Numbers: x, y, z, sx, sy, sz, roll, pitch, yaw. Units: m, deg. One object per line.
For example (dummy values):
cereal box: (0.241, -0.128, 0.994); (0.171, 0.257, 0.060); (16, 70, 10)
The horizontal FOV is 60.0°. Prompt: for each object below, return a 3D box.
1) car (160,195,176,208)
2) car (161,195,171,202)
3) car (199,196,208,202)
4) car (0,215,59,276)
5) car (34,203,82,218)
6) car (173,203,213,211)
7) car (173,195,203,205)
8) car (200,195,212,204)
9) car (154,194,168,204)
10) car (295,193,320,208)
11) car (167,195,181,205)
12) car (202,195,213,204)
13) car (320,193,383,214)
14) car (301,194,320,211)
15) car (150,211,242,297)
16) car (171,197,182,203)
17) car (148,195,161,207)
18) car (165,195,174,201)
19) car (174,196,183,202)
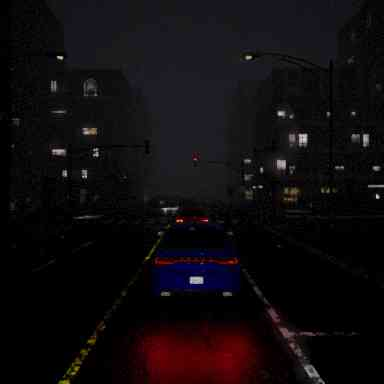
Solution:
car: (-3.151, 1.560, 49.210); (2.033, 1.411, 5.357); (0, 0, -1)
car: (-5.798, 1.470, 74.569); (1.967, 1.590, 4.097); (0, 0, 0)
car: (2.583, 1.612, 74.582); (1.802, 1.307, 4.206); (0, 0, 0)
car: (-5.755, 1.582, 9.815); (1.802, 1.307, 4.206); (0, 0, 0)
car: (-12.850, 1.780, 31.991); (4.181, 1.385, 1.994); (-1, 0, 3)
car: (0.072, 1.526, 17.952); (1.812, 1.442, 4.674); (0, 0, 1)
car: (-0.401, 1.500, 42.402); (2.128, 1.511, 4.902); (0, 0, 13)
car: (2.599, 1.461, 63.217); (1.967, 1.590, 4.097); (0, 0, 0)
car: (-5.782, 1.336, 63.203); (2.192, 1.841, 5.009); (0, 0, 0)
car: (14.505, 1.014, 38.183); (5.009, 1.841, 2.192); (-1, 1, -1)
car: (-3.163, 1.370, 58.692); (2.097, 1.767, 4.553); (0, 0, 0)
car: (2.607, 1.458, 57.535); (1.967, 1.590, 4.097); (0, 0, 0)
car: (14.651, 1.029, 29.805); (5.009, 1.841, 2.192); (-1, 1, -1)
car: (14.732, 1.205, 35.614); (4.892, 1.490, 1.837); (-1, 0, -1)
car: (0.090, 1.477, 8.612); (1.882, 1.535, 5.008); (0, 0, 0)
car: (-3.109, 1.626, 68.201); (1.895, 1.301, 4.718); (0, 0, 0)
car: (-5.765, 1.580, 51.838); (1.947, 1.339, 4.313); (0, 0, 0)
car: (-5.814, 1.480, 85.934); (1.967, 1.590, 4.097); (0, 0, 0)
car: (-3.114, 1.621, 78.539); (1.895, 1.301, 4.718); (0, 0, 0)
